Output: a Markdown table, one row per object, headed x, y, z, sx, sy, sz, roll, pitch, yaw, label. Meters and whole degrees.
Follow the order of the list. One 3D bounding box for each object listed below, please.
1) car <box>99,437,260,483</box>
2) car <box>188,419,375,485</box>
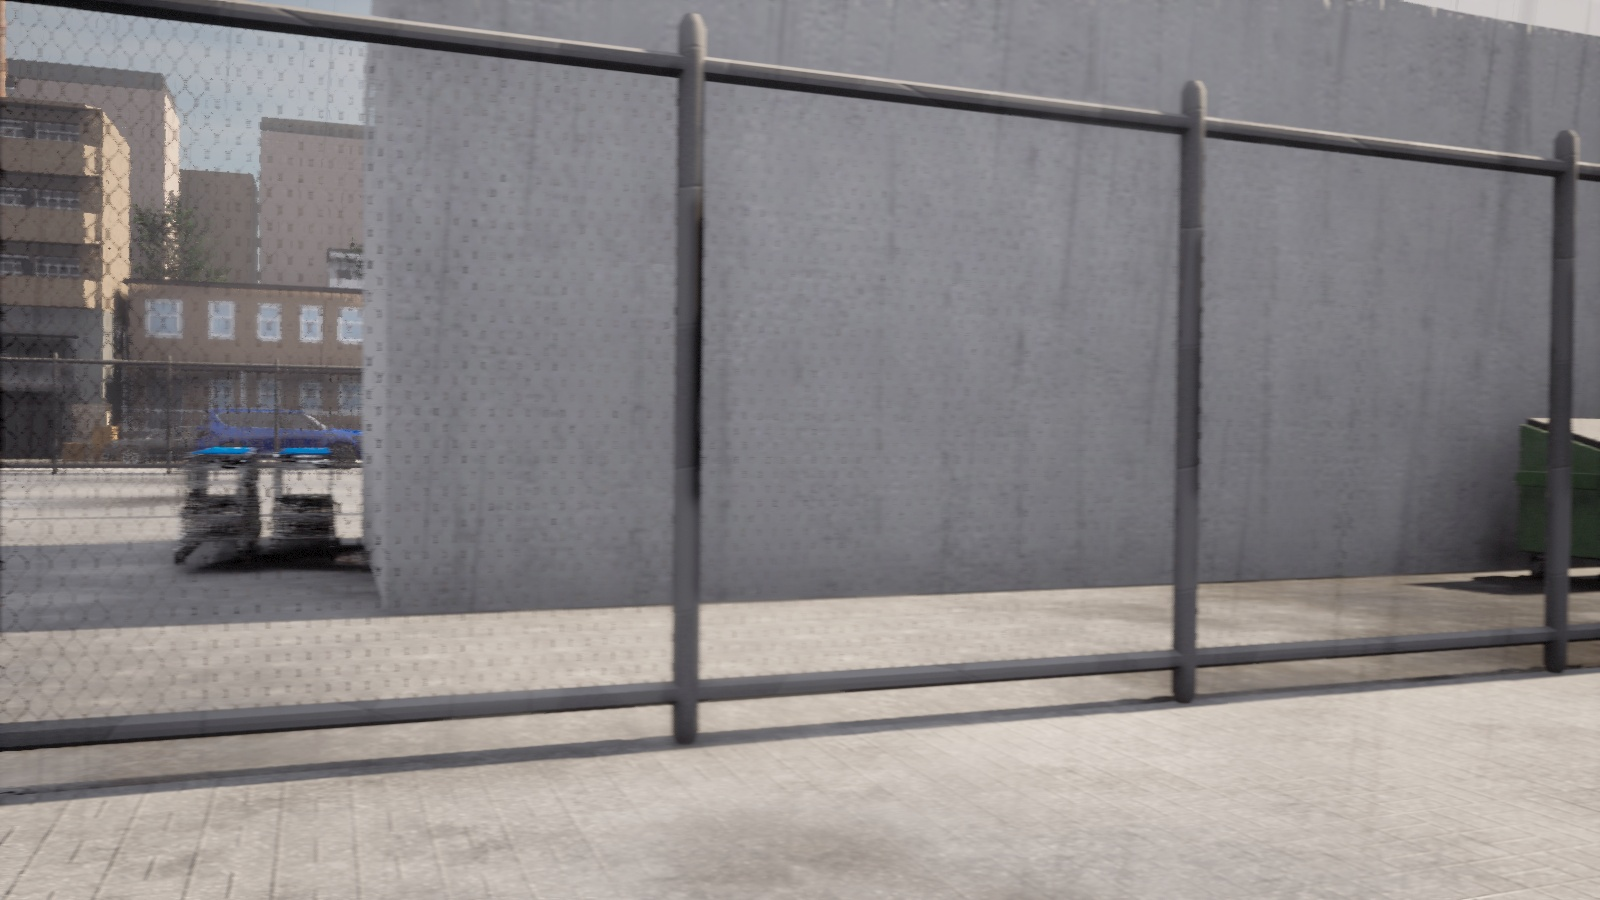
| x | y | z | sx | sy | sz | roll | pitch | yaw | label |
| --- | --- | --- | --- | --- | --- | --- | --- | --- | --- |
| -21.651 | 0.321 | 44.023 | 4.892 | 1.490 | 1.837 | -1 | 1 | -21 | car |
| -17.017 | 0.025 | 41.537 | 5.566 | 2.045 | 2.150 | -1 | 1 | -19 | car |
